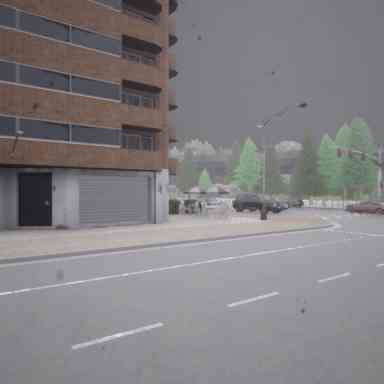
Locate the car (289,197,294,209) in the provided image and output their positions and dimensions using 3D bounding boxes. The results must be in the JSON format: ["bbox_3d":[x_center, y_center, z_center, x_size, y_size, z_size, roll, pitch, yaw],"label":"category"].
[{"bbox_3d":[8.680,1.451,37.669,1.837,1.490,4.892,0,-1,-36],"label":"car"}]

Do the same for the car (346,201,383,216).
[{"bbox_3d":[17.212,1.508,32.246,1.994,1.385,4.181,0,0,-36],"label":"car"}]

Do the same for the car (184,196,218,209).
[{"bbox_3d":[0.803,1.508,42.305,1.994,1.385,4.181,0,0,-39],"label":"car"}]

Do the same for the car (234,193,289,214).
[{"bbox_3d":[6.769,1.168,34.378,2.150,2.045,5.566,0,0,-37],"label":"car"}]

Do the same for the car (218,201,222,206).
[{"bbox_3d":[2.357,1.545,46.018,1.895,1.301,4.718,0,0,-40],"label":"car"}]

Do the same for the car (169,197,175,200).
[{"bbox_3d":[-5.594,1.492,61.278,5.357,1.411,2.033,0,0,24],"label":"car"}]

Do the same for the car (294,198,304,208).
[{"bbox_3d":[12.603,1.436,44.612,2.128,1.511,4.902,0,0,-36],"label":"car"}]

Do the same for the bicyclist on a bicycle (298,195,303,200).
[{"bbox_3d":[15.323,1.245,47.313,1.656,1.620,0.582,0,0,-36],"label":"bicyclist on a bicycle"}]
